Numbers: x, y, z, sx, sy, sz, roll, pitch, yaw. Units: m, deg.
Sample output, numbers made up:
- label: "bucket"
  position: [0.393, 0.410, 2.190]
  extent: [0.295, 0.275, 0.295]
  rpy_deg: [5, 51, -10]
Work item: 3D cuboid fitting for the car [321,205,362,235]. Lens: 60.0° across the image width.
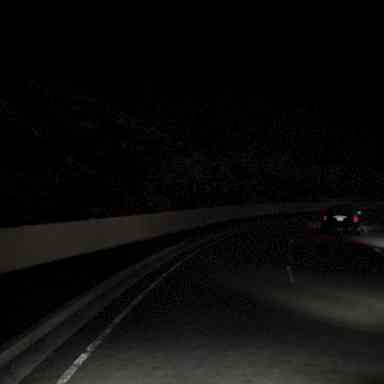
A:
- label: "car"
  position: [9.335, 1.593, 20.687]
  extent: [2.097, 1.767, 4.553]
  rpy_deg: [0, -1, 27]
